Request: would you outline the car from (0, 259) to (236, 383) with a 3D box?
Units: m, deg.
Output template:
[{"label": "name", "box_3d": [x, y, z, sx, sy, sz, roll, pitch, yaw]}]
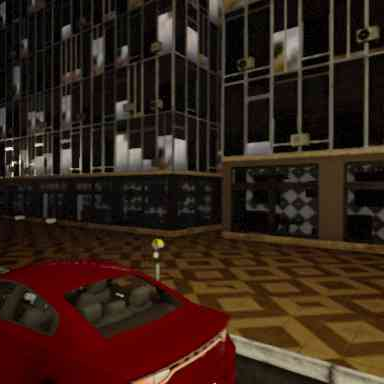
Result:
[{"label": "car", "box_3d": [-1.669, 1.519, 4.069, 4.507, 1.381, 1.887, 1, 0, 36]}]
